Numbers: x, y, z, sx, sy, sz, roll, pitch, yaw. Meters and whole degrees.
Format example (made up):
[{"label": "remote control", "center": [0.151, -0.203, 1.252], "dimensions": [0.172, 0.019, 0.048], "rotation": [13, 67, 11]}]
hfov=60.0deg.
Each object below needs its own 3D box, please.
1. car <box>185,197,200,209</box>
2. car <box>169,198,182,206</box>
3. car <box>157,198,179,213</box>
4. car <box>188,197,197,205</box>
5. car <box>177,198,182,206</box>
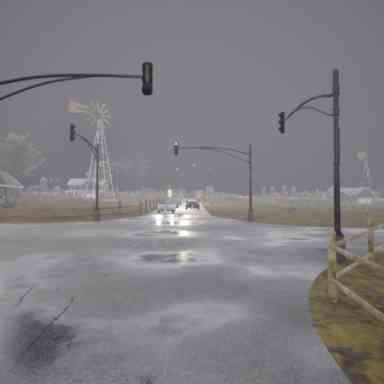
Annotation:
[{"label": "car", "center": [0.059, 1.639, 46.308], "dimensions": [1.812, 1.442, 4.674], "rotation": [0, 0, 0]}, {"label": "car", "center": [-2.852, 1.729, 59.387], "dimensions": [2.033, 1.411, 5.357], "rotation": [0, 0, 0]}, {"label": "car", "center": [-2.872, 1.679, 38.243], "dimensions": [1.895, 1.301, 4.718], "rotation": [0, 0, 0]}, {"label": "car", "center": [0.051, 1.755, 67.328], "dimensions": [1.812, 1.442, 4.674], "rotation": [0, 0, 0]}, {"label": "car", "center": [-2.868, 1.629, 48.626], "dimensions": [1.837, 1.490, 4.892], "rotation": [0, 0, 0]}]
